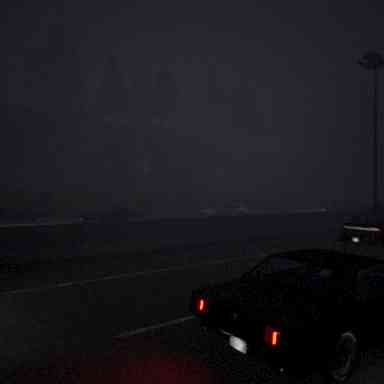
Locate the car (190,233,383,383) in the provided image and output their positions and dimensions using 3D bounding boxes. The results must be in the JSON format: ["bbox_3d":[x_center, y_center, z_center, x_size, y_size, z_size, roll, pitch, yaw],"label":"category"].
[{"bbox_3d":[2.385,1.629,5.448,4.718,1.301,1.895,0,0,-36],"label":"car"}]

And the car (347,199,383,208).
[{"bbox_3d":[18.461,1.690,33.927,4.902,1.511,2.128,1,0,-34],"label":"car"}]

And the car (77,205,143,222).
[{"bbox_3d":[-6.215,1.655,25.349,4.718,1.301,1.895,0,0,-35],"label":"car"}]

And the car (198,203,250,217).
[{"bbox_3d":[2.702,1.628,27.374,4.674,1.442,1.812,1,0,-35],"label":"car"}]

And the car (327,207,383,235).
[{"bbox_3d":[8.078,1.575,13.798,4.902,1.511,2.128,0,0,-35],"label":"car"}]

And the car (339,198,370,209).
[{"bbox_3d":[24.912,1.775,51.027,4.902,1.511,2.128,0,0,-34],"label":"car"}]

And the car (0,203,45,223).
[{"bbox_3d":[-13.389,1.543,24.536,4.674,1.442,1.812,1,0,-35],"label":"car"}]

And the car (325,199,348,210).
[{"bbox_3d":[19.159,1.737,42.845,4.892,1.490,1.837,1,-1,-34],"label":"car"}]
